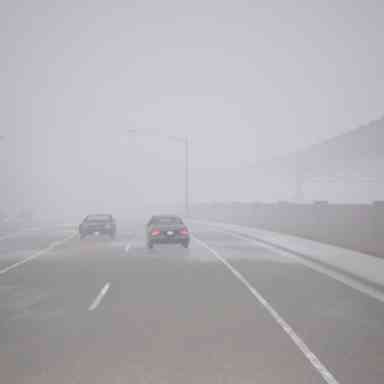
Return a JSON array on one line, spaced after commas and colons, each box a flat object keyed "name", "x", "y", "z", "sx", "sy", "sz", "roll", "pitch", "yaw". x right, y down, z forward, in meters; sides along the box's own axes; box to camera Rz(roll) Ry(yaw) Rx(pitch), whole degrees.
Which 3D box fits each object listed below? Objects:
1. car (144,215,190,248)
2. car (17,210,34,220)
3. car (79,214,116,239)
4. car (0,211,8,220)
[{"name": "car", "x": -1.296, "y": 1.804, "z": 16.196, "sx": 2.033, "sy": 1.411, "sz": 5.357, "roll": 0, "pitch": -2, "yaw": -9}, {"name": "car", "x": -26.737, "y": 3.597, "z": 53.372, "sx": 1.882, "sy": 1.535, "sz": 5.008, "roll": 1, "pitch": -3, "yaw": -34}, {"name": "car", "x": -5.534, "y": 1.983, "z": 19.999, "sx": 1.895, "sy": 1.301, "sz": 4.718, "roll": 0, "pitch": -2, "yaw": -11}, {"name": "car", "x": -29.633, "y": 3.605, "z": 51.429, "sx": 1.812, "sy": 1.442, "sz": 4.674, "roll": 1, "pitch": -3, "yaw": -35}]
